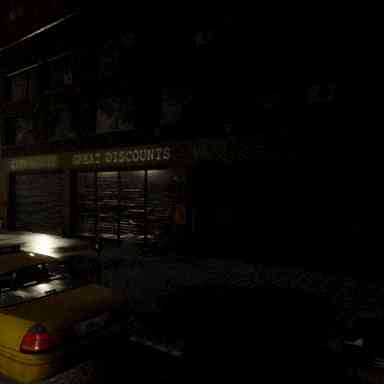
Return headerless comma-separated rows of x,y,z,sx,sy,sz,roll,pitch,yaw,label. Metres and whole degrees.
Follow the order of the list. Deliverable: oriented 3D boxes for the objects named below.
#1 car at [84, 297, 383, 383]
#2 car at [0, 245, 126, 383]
1.628,1.551,1.922,4.403,1.369,2.008,0,1,36,car
-3.056,1.524,5.267,4.829,1.417,1.752,0,1,36,car
